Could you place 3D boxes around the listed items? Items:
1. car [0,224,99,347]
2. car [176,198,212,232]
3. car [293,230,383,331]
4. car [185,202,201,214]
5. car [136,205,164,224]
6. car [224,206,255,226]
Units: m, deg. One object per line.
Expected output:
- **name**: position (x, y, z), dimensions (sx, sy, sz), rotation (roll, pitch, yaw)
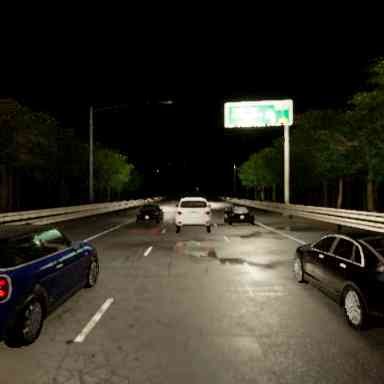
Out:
- **car**: position (-3.401, 1.413, 6.589), dimensions (2.097, 1.767, 4.553), rotation (0, -1, 0)
- **car**: position (0.098, 1.420, 21.906), dimensions (2.150, 2.045, 5.566), rotation (0, 0, 0)
- **car**: position (3.599, 1.569, 6.957), dimensions (1.837, 1.490, 4.892), rotation (0, -1, 0)
- **car**: position (0.084, 1.933, 41.645), dimensions (1.895, 1.301, 4.718), rotation (0, 0, 0)
- **car**: position (-3.403, 1.769, 27.397), dimensions (1.812, 1.442, 4.674), rotation (0, 0, 0)
- **car**: position (3.596, 1.796, 25.899), dimensions (1.994, 1.385, 4.181), rotation (0, 0, 0)
